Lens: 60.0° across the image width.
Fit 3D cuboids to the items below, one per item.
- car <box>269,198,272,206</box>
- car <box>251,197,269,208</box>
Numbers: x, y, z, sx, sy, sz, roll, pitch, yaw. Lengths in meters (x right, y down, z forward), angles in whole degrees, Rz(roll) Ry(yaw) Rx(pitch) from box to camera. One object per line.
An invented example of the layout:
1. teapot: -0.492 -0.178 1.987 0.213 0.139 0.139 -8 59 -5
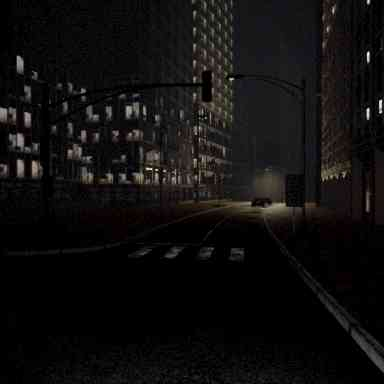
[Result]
1. car: 13.492 1.732 60.827 1.837 1.490 4.892 0 0 21
2. car: 10.300 1.669 51.324 1.837 1.490 4.892 0 0 17
